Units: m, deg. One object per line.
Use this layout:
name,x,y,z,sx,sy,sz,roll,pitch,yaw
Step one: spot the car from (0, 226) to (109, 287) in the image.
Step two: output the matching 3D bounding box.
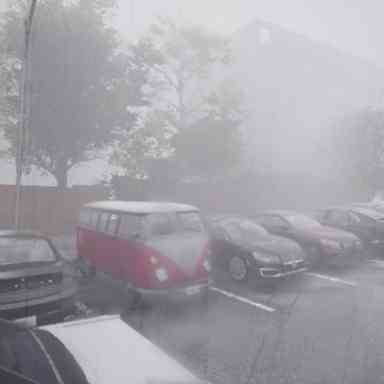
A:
car,-3.619,1.469,6.388,2.231,1.521,4.892,0,0,-35

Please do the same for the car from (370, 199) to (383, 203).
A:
car,7.802,1.243,14.448,2.231,1.521,4.892,-1,1,-35

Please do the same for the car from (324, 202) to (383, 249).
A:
car,5.424,1.297,12.758,2.231,1.521,4.892,-1,1,-35

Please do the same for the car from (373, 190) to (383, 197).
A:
car,12.386,0.887,17.634,2.435,2.045,5.566,-1,1,-35

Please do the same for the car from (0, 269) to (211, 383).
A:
car,-2.225,1.599,1.787,4.718,1.301,1.895,0,0,-36

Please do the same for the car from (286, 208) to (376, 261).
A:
car,3.237,1.385,11.228,2.002,1.452,4.674,-1,1,-35

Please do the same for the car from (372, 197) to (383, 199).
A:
car,10.092,1.190,16.046,2.097,1.535,5.008,-1,1,-35

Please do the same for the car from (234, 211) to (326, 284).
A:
car,0.954,1.398,9.624,2.231,1.521,4.892,-1,1,-35

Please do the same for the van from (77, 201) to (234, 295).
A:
van,-1.262,1.217,7.913,1.878,1.987,4.442,-1,0,-35
